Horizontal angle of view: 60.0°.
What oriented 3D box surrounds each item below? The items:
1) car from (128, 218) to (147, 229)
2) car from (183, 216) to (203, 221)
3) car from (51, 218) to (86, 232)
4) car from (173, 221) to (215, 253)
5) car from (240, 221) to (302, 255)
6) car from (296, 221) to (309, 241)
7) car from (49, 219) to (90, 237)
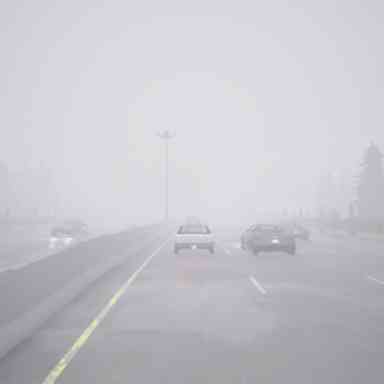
[{"bbox_3d":[-7.032,4.085,43.155,1.812,1.442,4.674,0,-4,0],"label":"car"},{"bbox_3d":[0.092,3.416,36.113,2.097,1.767,4.553,0,-4,0],"label":"car"},{"bbox_3d":[-14.022,3.760,38.206,2.033,1.411,5.357,0,-4,0],"label":"car"},{"bbox_3d":[0.096,2.329,17.103,1.895,1.301,4.718,0,-4,0],"label":"car"},{"bbox_3d":[3.596,2.238,16.355,1.994,1.385,4.181,0,-4,0],"label":"car"},{"bbox_3d":[7.094,2.826,24.659,1.994,1.385,4.181,0,-4,0],"label":"car"},{"bbox_3d":[-10.541,3.132,29.256,2.033,1.411,5.357,0,-4,1],"label":"car"}]
